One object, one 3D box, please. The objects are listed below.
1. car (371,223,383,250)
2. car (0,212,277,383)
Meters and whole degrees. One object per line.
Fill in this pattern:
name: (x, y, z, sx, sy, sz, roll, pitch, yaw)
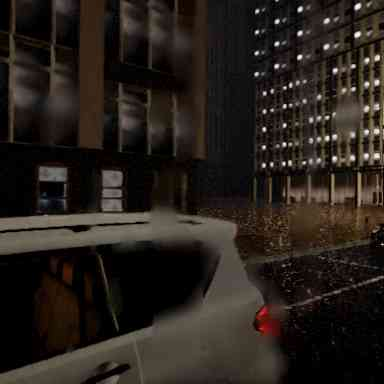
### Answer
car: (8.546, 1.385, 12.598, 4.097, 1.590, 1.967, 0, 1, -35)
car: (-1.891, 1.223, 2.030, 5.566, 2.045, 2.150, 0, 0, -36)
